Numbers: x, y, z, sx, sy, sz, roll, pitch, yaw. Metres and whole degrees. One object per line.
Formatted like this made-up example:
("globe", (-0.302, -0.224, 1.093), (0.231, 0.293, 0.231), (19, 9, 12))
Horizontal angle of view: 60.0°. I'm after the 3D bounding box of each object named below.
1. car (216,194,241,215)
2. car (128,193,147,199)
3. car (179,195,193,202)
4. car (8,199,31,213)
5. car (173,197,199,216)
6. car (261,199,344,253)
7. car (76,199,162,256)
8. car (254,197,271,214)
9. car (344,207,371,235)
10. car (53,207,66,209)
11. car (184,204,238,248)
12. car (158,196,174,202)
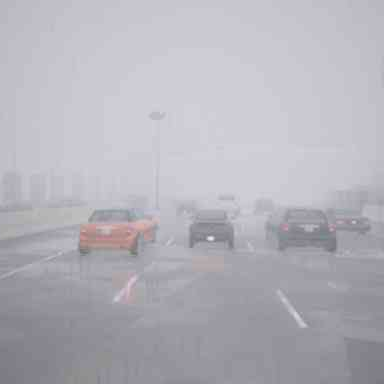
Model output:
("car", (3.724, 1.222, 33.603), (2.150, 2.045, 5.566), (0, 0, 12))
("car", (-7.987, 1.182, 45.723), (2.150, 2.045, 5.566), (0, 0, 15))
("car", (-1.325, 1.443, 76.270), (1.994, 1.385, 4.181), (0, 0, 20))
("car", (-17.914, 1.460, 33.256), (1.812, 1.442, 4.674), (0, 0, 11))
("car", (-0.193, 1.494, 31.760), (1.837, 1.490, 4.892), (0, 0, 10))
("car", (4.363, 1.361, 13.970), (2.097, 1.767, 4.553), (0, 0, 5))
("car", (-2.720, 1.339, 13.268), (2.097, 1.767, 4.553), (0, 0, 4))
("car", (7.789, 1.364, 35.700), (2.097, 1.767, 4.553), (0, 0, 12))
("car", (8.381, 1.567, 19.078), (2.033, 1.411, 5.357), (0, 0, 7))
("car", (-13.681, 1.297, 36.622), (2.097, 1.767, 4.553), (0, 0, 12))
("car", (0.927, 1.503, 14.962), (1.837, 1.490, 4.892), (0, 0, 5))
("car", (-5.858, 1.445, 74.168), (1.895, 1.301, 4.718), (0, 0, 20))
